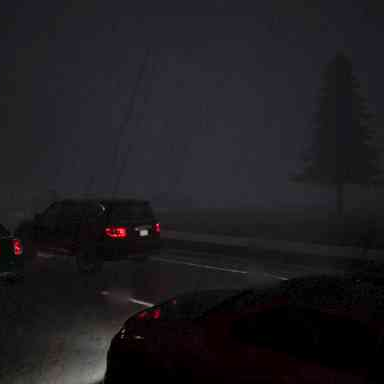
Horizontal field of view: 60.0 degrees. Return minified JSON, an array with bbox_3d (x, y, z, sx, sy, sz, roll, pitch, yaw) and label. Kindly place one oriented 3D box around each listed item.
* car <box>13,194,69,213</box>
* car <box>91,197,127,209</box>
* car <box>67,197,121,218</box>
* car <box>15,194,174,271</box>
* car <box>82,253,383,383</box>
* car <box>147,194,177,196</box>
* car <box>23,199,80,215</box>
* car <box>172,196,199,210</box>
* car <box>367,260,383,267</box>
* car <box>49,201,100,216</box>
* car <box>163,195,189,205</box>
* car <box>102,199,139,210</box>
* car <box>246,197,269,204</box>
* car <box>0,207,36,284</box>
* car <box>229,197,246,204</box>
[{"bbox_3d":[-17.317,1.222,38.349,2.150,2.045,5.566,0,0,36],"label":"car"},{"bbox_3d":[-11.466,1.504,46.352,1.837,1.490,4.892,0,0,36],"label":"car"},{"bbox_3d":[-9.235,1.352,31.604,2.097,1.767,4.553,0,0,36],"label":"car"},{"bbox_3d":[-3.505,1.221,10.755,5.566,2.045,2.150,0,0,36],"label":"car"},{"bbox_3d":[1.119,1.564,3.191,4.181,1.385,1.994,0,0,35],"label":"car"},{"bbox_3d":[-4.826,1.223,43.577,2.150,2.045,5.566,0,0,36],"label":"car"},{"bbox_3d":[-14.933,1.547,35.679,2.033,1.411,5.357,0,0,36],"label":"car"},{"bbox_3d":[-1.226,1.546,42.572,2.033,1.411,5.357,0,0,36],"label":"car"},{"bbox_3d":[5.006,1.478,4.717,5.008,1.535,1.882,0,0,35],"label":"car"},{"bbox_3d":[-11.879,1.601,33.925,1.895,1.301,4.718,0,0,36],"label":"car"},{"bbox_3d":[-2.808,1.353,58.178,2.097,1.767,4.553,0,0,36],"label":"car"},{"bbox_3d":[-9.284,1.601,43.408,1.895,1.301,4.718,0,0,36],"label":"car"},{"bbox_3d":[12.315,1.601,60.954,1.895,1.301,4.718,0,0,37],"label":"car"},{"bbox_3d":[-6.249,1.352,8.414,4.553,1.767,2.097,0,0,36],"label":"car"},{"bbox_3d":[8.940,1.548,62.285,2.033,1.411,5.357,0,0,37],"label":"car"}]
